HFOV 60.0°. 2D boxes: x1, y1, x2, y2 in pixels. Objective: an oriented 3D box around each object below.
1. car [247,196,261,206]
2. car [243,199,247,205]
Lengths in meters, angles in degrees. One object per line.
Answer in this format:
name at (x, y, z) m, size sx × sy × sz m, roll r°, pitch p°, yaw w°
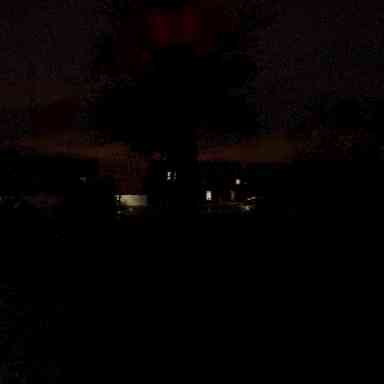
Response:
car at (11.419, 1.388, 49.141) m, size 5.357 × 1.411 × 2.033 m, roll 0°, pitch 0°, yaw -19°
car at (10.369, 1.341, 52.216) m, size 4.902 × 1.511 × 2.128 m, roll 0°, pitch 0°, yaw -19°
